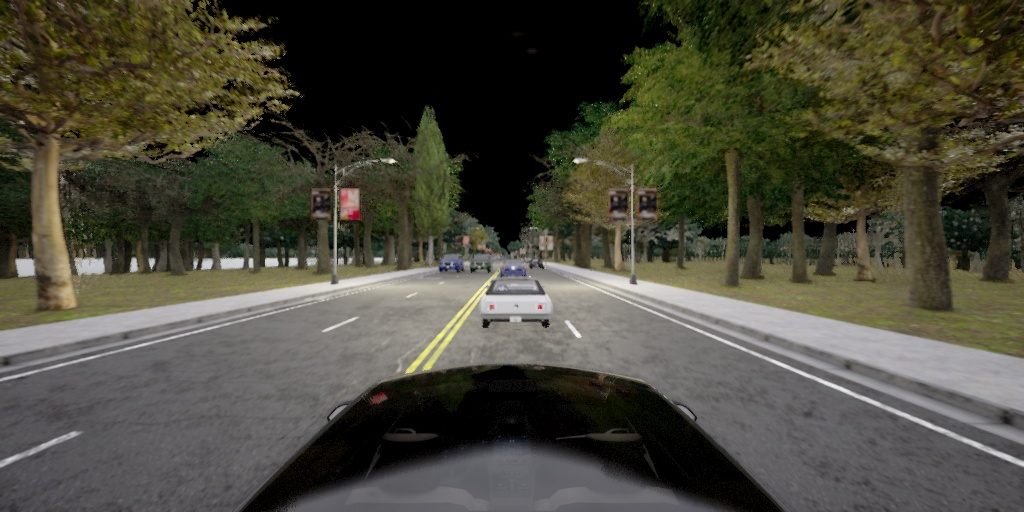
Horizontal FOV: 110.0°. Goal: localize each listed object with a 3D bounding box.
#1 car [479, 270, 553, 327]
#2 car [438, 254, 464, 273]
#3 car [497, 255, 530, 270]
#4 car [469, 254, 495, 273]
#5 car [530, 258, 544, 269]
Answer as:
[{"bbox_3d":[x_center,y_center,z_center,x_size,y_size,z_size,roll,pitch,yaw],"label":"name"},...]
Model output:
[{"bbox_3d":[0.100,1.292,11.205,1.895,1.301,4.718,0,0,0],"label":"car"},{"bbox_3d":[-6.582,0.783,39.474,2.150,2.045,5.566,0,0,0],"label":"car"},{"bbox_3d":[0.101,0.952,29.415,2.097,1.767,4.553,0,0,0],"label":"car"},{"bbox_3d":[-3.332,0.783,39.476,2.150,2.045,5.566,0,0,0],"label":"car"},{"bbox_3d":[3.353,1.050,50.182,1.812,1.442,4.674,0,0,0],"label":"car"}]
